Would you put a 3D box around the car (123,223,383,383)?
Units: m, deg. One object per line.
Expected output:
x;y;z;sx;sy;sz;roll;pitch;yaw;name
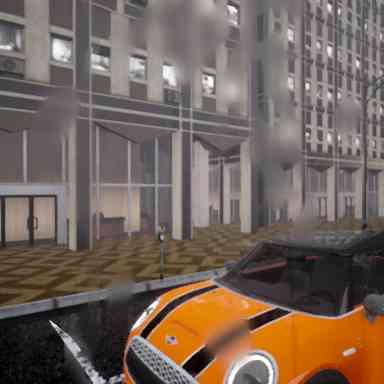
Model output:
1.487;1.344;4.108;4.553;1.767;2.097;0;0;-35;car
